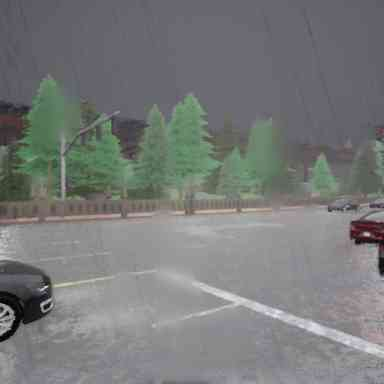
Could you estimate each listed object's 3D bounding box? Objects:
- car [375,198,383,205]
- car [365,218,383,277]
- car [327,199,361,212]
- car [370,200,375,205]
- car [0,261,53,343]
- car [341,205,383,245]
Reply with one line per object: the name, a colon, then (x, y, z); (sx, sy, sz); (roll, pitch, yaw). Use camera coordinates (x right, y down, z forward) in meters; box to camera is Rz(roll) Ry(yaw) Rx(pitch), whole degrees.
car: (23.514, 1.569, 37.955); (5.357, 1.411, 2.033); (0, 0, -35)
car: (6.745, 1.482, 8.561); (5.008, 1.535, 1.882); (0, 0, -35)
car: (17.342, 1.533, 37.854); (4.892, 1.490, 1.837); (0, 0, -35)
car: (25.082, 1.504, 43.354); (5.008, 1.535, 1.882); (0, 0, -35)
car: (-4.619, 1.511, 4.753); (4.892, 1.490, 1.837); (0, 0, -35)
car: (8.778, 1.487, 14.308); (5.008, 1.535, 1.882); (0, 0, -35)
